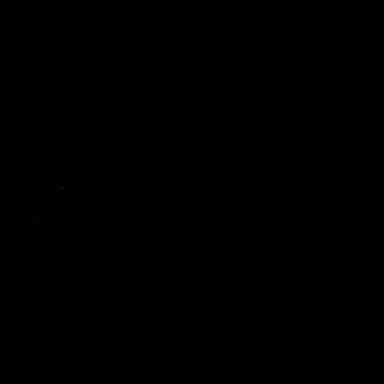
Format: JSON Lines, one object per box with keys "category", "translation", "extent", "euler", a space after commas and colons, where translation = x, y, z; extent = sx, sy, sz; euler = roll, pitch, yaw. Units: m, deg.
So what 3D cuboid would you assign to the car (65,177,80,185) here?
{"category": "car", "translation": [-19.129, -1.756, 52.277], "extent": [2.097, 1.767, 4.553], "euler": [0, 4, -6]}
